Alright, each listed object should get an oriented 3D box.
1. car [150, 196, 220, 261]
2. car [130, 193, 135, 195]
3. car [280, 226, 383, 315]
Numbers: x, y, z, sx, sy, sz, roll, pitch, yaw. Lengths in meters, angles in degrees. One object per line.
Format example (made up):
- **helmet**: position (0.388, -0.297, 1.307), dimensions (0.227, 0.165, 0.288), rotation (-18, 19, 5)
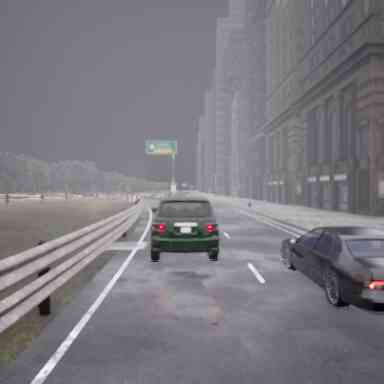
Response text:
- **car**: position (-0.321, 1.165, 12.191), dimensions (2.150, 2.045, 5.566), rotation (0, 0, -3)
- **car**: position (-16.204, 0.896, 88.916), dimensions (2.033, 1.411, 5.357), rotation (0, 0, -16)
- **car**: position (3.596, 1.512, 7.762), dimensions (2.033, 1.411, 5.357), rotation (0, 0, 0)
